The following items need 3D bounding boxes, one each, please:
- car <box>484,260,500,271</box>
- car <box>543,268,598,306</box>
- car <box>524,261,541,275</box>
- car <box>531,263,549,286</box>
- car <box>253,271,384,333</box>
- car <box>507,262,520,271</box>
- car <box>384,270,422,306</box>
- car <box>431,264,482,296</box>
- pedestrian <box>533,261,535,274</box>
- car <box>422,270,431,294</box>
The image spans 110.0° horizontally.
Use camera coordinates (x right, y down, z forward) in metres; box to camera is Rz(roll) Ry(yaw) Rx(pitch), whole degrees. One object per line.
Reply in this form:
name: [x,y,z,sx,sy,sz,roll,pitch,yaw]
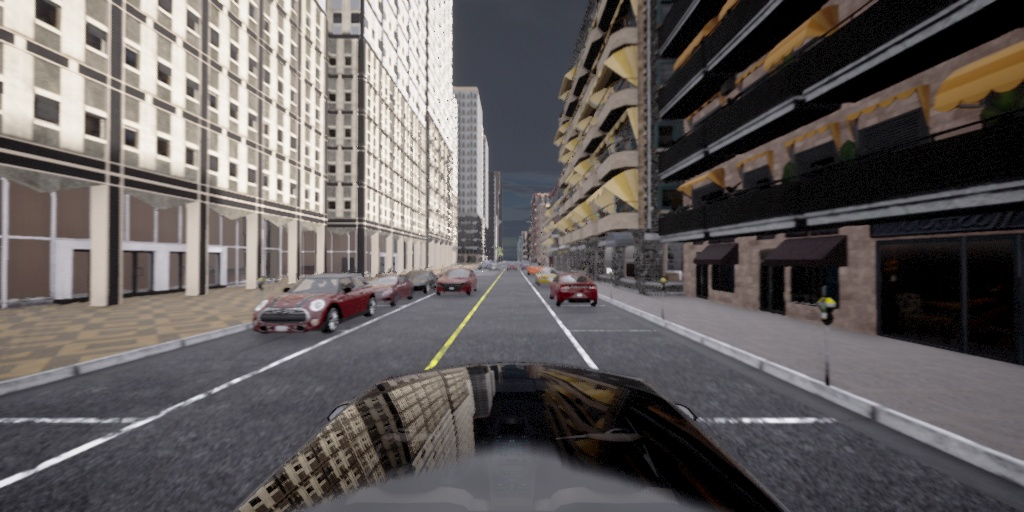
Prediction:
car: [-3.030,1.855,61.502,2.128,1.511,4.902,0,-1,1]
car: [2.692,1.440,16.487,1.888,1.381,4.507,0,0,0]
car: [3.007,1.550,46.272,2.097,1.767,4.553,0,-1,0]
car: [2.694,1.533,27.954,1.751,1.417,4.829,0,0,0]
car: [-5.689,1.280,10.841,1.967,1.591,4.097,0,0,0]
car: [0.033,1.980,63.299,1.895,1.301,4.718,0,-1,0]
car: [-5.687,1.478,16.488,1.802,1.307,4.207,0,0,0]
car: [-3.096,1.417,20.908,1.882,1.535,5.008,0,-1,0]
pedestrian: [3.008,1.522,49.078,0.375,1.860,0.375,0,-1,-2]
car: [-5.687,1.518,22.137,1.948,1.339,4.313,0,0,0]
